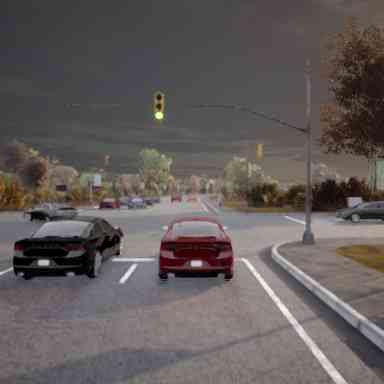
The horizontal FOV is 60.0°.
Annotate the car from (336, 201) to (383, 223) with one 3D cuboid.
[{"bbox_3d":[13.389,1.481,24.951,4.892,1.490,1.837,0,0,3],"label":"car"}]

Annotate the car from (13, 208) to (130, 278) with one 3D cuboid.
[{"bbox_3d":[-3.396,1.468,10.092,1.882,1.535,5.008,0,0,0],"label":"car"}]

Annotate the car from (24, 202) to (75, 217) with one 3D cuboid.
[{"bbox_3d":[-10.196,1.470,23.894,4.902,1.511,2.128,0,0,38],"label":"car"}]

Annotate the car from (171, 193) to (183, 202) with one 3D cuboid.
[{"bbox_3d":[-3.470,1.147,73.441,2.150,2.045,5.566,0,0,0],"label":"car"}]

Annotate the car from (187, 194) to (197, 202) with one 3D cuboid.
[{"bbox_3d":[0.030,1.278,73.796,2.097,1.767,4.553,0,0,0],"label":"car"}]

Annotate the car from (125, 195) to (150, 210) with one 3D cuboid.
[{"bbox_3d":[-7.073,1.484,43.458,1.812,1.442,4.674,0,0,0],"label":"car"}]

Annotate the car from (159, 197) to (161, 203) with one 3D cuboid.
[{"bbox_3d":[-6.978,1.486,63.708,2.033,1.411,5.357,0,0,0],"label":"car"}]

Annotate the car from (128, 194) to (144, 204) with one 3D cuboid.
[{"bbox_3d":[-10.478,1.292,62.568,2.097,1.767,4.553,0,0,0],"label":"car"}]

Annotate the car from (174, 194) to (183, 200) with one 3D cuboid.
[{"bbox_3d":[-3.426,1.247,83.820,1.882,1.535,5.008,0,0,1],"label":"car"}]

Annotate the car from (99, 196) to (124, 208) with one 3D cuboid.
[{"bbox_3d":[-10.568,1.436,43.079,1.882,1.535,5.008,0,0,0],"label":"car"}]

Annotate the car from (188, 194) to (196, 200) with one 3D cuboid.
[{"bbox_3d":[0.074,1.247,83.797,1.882,1.535,5.008,0,0,1],"label":"car"}]

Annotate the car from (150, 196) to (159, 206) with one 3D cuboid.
[{"bbox_3d":[-7.021,1.497,53.050,2.033,1.411,5.357,0,0,0],"label":"car"}]

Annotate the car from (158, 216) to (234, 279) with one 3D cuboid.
[{"bbox_3d":[0.101,1.468,10.001,1.882,1.535,5.008,0,0,0],"label":"car"}]
